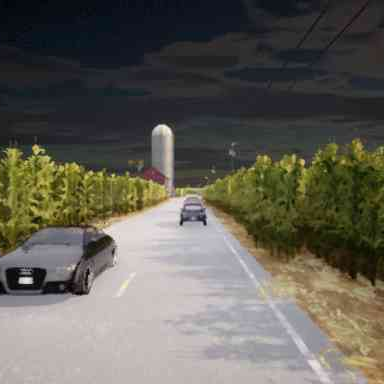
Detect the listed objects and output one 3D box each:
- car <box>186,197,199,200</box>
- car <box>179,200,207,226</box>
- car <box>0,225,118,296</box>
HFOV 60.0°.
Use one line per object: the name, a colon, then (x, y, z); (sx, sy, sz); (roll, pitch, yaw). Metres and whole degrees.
car: (0.072, 1.317, 38.697); (2.097, 1.767, 4.553); (0, 0, 0)
car: (0.074, 1.505, 23.433); (1.812, 1.442, 4.674); (0, 0, 0)
car: (-3.255, 1.557, 8.537); (1.994, 1.385, 4.181); (0, 0, 1)
